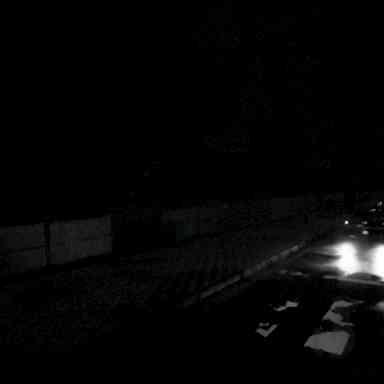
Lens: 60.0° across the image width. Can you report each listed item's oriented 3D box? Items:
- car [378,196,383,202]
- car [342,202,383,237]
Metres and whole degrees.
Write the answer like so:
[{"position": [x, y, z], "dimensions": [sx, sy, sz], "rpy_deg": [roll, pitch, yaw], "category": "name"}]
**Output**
[{"position": [16.849, 0.909, 27.854], "dimensions": [2.097, 1.767, 4.553], "rpy_deg": [-1, 0, 35], "category": "car"}, {"position": [8.558, 1.368, 15.879], "dimensions": [1.895, 1.301, 4.718], "rpy_deg": [-1, 0, 35], "category": "car"}]
